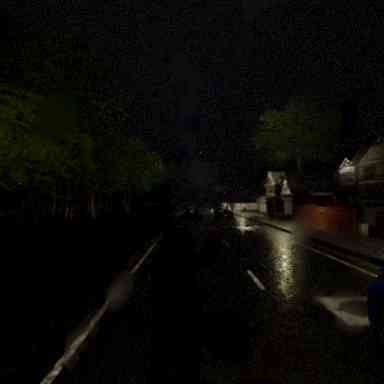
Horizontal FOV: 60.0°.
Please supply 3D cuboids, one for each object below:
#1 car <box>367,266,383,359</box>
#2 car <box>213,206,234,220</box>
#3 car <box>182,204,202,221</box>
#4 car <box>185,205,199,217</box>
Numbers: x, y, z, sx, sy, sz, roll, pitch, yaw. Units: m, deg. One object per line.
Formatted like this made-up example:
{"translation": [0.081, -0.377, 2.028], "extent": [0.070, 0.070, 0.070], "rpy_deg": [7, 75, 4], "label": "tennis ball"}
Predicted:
{"translation": [3.586, 1.256, 2.464], "extent": [2.150, 2.045, 5.566], "rpy_deg": [0, -1, 1], "label": "car"}
{"translation": [3.496, 2.269, 37.176], "extent": [2.128, 1.511, 4.902], "rpy_deg": [0, -1, 0], "label": "car"}
{"translation": [-0.003, 2.066, 34.754], "extent": [2.097, 1.767, 4.553], "rpy_deg": [0, -1, 0], "label": "car"}
{"translation": [-0.042, 2.503, 44.582], "extent": [1.812, 1.442, 4.674], "rpy_deg": [0, -2, -1], "label": "car"}
